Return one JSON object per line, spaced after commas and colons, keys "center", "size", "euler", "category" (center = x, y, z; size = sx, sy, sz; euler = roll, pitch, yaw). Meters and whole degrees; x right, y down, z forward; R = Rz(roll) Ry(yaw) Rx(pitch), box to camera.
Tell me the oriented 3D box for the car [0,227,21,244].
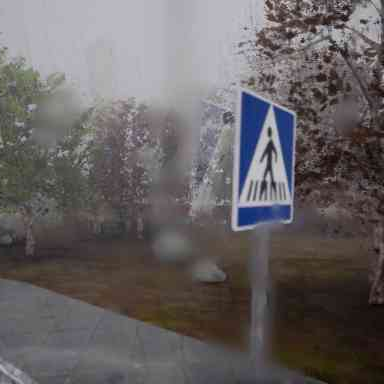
{"center": [-12.353, 2.354, 18.718], "size": [4.892, 1.521, 2.231], "euler": [1, -3, -45], "category": "car"}
